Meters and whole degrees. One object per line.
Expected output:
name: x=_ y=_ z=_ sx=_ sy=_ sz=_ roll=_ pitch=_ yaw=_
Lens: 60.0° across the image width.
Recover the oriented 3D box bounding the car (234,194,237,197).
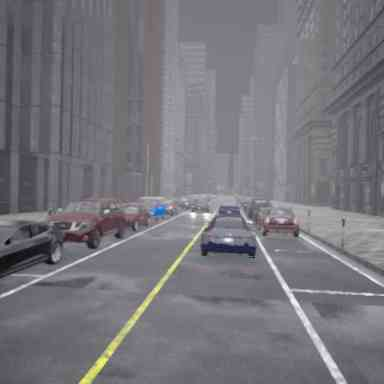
car: x=13.062 y=1.875 z=91.682 sx=1.802 sy=1.307 sz=4.206 roll=1 pitch=0 yaw=6

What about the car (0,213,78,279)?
car: x=-4.968 y=1.439 z=8.634 sx=1.947 sy=1.339 sz=4.313 roll=1 pitch=0 yaw=6

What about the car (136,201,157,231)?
car: x=-3.693 y=1.444 z=19.835 sx=1.887 sy=1.381 sz=4.507 roll=1 pitch=0 yaw=6

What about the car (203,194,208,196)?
car: x=1.407 y=1.557 z=64.638 sx=2.008 sy=1.369 sz=4.403 roll=1 pitch=0 yaw=6

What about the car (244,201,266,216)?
car: x=6.689 y=1.691 z=35.681 sx=1.887 sy=1.381 sz=4.507 roll=1 pitch=0 yaw=6

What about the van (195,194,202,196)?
van: x=0.137 y=1.319 z=53.438 sx=1.690 sy=1.788 sz=3.998 roll=1 pitch=0 yaw=6

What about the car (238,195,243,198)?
car: x=8.603 y=1.626 z=52.481 sx=1.967 sy=1.590 sz=4.097 roll=1 pitch=0 yaw=6

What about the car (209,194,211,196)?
car: x=2.684 y=1.477 z=75.839 sx=1.967 sy=1.590 sz=4.097 roll=1 pitch=0 yaw=6

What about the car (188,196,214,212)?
car: x=1.062 y=1.514 z=37.611 sx=1.837 sy=1.490 sz=4.892 roll=1 pitch=-1 yaw=7

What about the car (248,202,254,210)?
car: x=5.413 y=1.687 z=24.480 sx=1.947 sy=1.339 sz=4.313 roll=1 pitch=0 yaw=6

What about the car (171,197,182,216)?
car: x=-2.415 y=1.365 z=31.036 sx=1.967 sy=1.590 sz=4.097 roll=1 pitch=0 yaw=6

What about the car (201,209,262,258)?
car: x=1.450 y=1.593 z=13.173 sx=1.994 sy=1.385 sz=4.181 roll=1 pitch=0 yaw=6

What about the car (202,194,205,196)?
car: x=0.751 y=1.517 z=58.870 sx=1.752 sy=1.417 sz=4.829 roll=1 pitch=0 yaw=6

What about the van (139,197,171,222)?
van: x=-3.051 y=1.253 z=25.436 sx=1.690 sy=1.788 sz=3.998 roll=1 pitch=0 yaw=6

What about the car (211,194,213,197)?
car: x=3.324 y=1.368 z=81.440 sx=2.192 sy=1.841 sz=5.009 roll=1 pitch=0 yaw=6

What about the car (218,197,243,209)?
car: x=3.406 y=1.546 z=30.340 sx=1.882 sy=1.535 sz=5.008 roll=1 pitch=0 yaw=6

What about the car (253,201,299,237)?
car: x=4.778 y=1.548 z=18.880 sx=1.967 sy=1.590 sz=4.097 roll=1 pitch=0 yaw=6

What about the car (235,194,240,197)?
car: x=11.787 y=1.843 z=80.482 sx=1.802 sy=1.307 sz=4.206 roll=1 pitch=0 yaw=6

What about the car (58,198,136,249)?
car: x=-4.325 y=1.201 z=14.234 sx=2.192 sy=1.841 sz=5.009 roll=1 pitch=0 yaw=6

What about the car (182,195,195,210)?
car: x=-1.140 y=1.391 z=42.237 sx=1.967 sy=1.590 sz=4.097 roll=1 pitch=0 yaw=6

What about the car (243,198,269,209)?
car: x=6.056 y=1.449 z=30.081 sx=2.192 sy=1.841 sz=5.009 roll=1 pitch=0 yaw=6
